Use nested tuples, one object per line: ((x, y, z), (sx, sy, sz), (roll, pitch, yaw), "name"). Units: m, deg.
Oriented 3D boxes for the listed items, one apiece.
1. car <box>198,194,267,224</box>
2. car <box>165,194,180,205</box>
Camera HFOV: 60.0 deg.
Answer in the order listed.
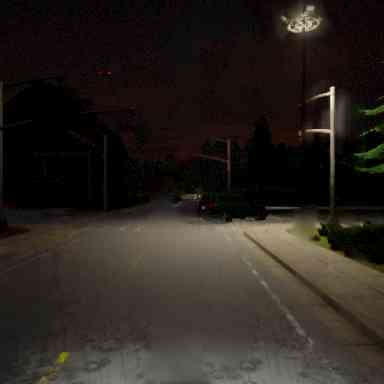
((3.023, 1.166, 24.446), (5.566, 2.045, 2.150), (0, -2, -35), "car")
((-3.543, 1.462, 57.046), (1.994, 1.385, 4.181), (0, 0, 0), "car")
